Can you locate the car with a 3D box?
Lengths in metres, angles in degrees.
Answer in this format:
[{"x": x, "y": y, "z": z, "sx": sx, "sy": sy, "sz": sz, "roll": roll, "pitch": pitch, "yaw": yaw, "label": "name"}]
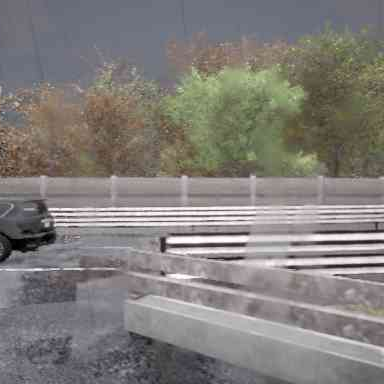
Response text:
[{"x": -7.504, "y": 1.203, "z": 11.222, "sx": 5.566, "sy": 2.045, "sz": 2.150, "roll": 0, "pitch": 0, "yaw": 3, "label": "car"}]
